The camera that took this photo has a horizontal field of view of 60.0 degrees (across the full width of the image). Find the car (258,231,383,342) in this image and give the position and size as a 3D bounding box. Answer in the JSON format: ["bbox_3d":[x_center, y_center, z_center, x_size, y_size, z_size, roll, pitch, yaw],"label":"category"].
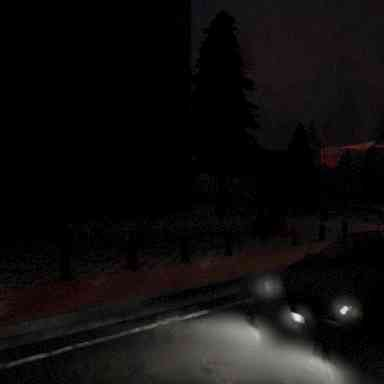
[{"bbox_3d":[3.785,1.524,6.608,5.357,1.411,2.033,0,0,-35],"label":"car"}]
